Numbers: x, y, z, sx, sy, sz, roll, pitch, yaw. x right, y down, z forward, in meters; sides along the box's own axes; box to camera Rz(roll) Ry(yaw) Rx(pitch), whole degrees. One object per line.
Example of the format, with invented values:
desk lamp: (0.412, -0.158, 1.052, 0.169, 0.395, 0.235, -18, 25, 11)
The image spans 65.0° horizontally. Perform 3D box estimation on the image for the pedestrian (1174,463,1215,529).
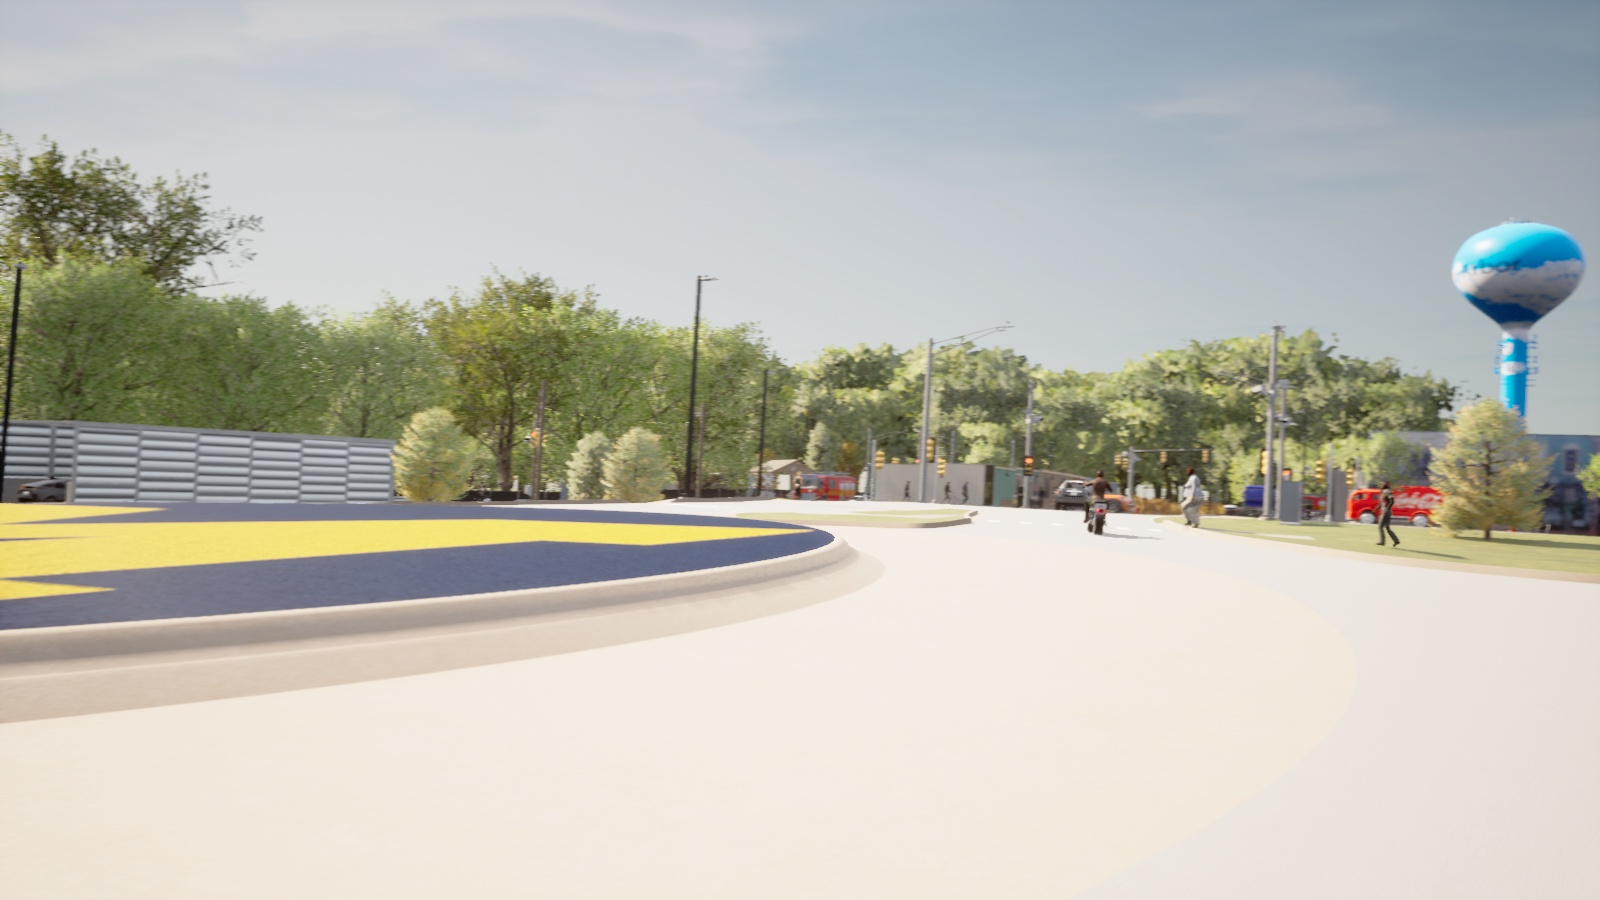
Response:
pedestrian: (11.454, 1.333, 36.442, 0.900, 1.855, 0.874, 2, -3, 29)

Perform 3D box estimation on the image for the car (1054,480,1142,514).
car: (17.497, 2.760, 73.714, 4.553, 1.767, 2.097, 2, -3, 28)

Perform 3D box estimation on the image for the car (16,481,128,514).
car: (-37.202, 2.435, 64.266, 2.007, 1.525, 4.514, 2, -1, 30)

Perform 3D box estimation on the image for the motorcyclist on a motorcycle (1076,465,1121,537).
motorcyclist on a motorcycle: (7.405, 1.257, 31.236, 0.766, 1.649, 2.350, 5, -1, 9)

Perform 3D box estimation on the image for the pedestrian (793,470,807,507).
pedestrian: (0.003, 1.991, 64.806, 0.345, 1.836, 0.594, 1, -3, 39)

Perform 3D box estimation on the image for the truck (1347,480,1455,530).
truck: (33.539, 3.077, 70.049, 5.204, 2.467, 2.627, 2, -3, 29)

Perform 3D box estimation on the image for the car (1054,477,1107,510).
car: (13.678, 2.150, 61.100, 1.970, 1.475, 3.806, 2, -2, 20)

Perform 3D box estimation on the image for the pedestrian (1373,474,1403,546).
pedestrian: (16.220, 1.656, 34.630, 0.666, 1.930, 0.402, 2, -3, 20)
